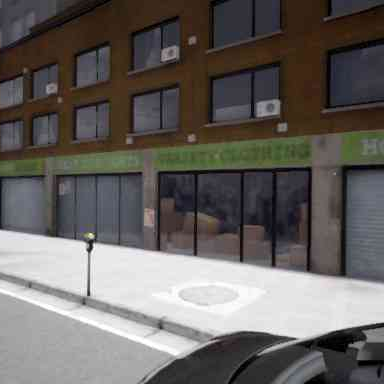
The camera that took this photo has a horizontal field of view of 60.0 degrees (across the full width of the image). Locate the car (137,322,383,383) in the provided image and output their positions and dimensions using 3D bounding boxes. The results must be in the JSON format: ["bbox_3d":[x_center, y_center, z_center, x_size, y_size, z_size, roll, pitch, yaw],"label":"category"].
[{"bbox_3d":[1.442,1.563,1.924,4.313,1.339,1.947,0,1,36],"label":"car"}]
